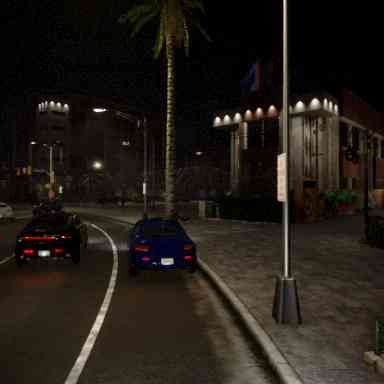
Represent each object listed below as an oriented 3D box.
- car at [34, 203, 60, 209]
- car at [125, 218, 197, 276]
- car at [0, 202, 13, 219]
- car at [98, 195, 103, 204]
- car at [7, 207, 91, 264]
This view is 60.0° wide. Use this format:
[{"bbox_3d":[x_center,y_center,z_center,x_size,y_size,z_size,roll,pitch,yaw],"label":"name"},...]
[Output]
[{"bbox_3d":[-11.634,1.552,26.878,1.994,1.385,4.181,0,0,-33],"label":"car"},{"bbox_3d":[-1.073,1.524,10.346,1.812,1.442,4.674,0,0,-12],"label":"car"},{"bbox_3d":[-15.038,1.510,25.764,1.812,1.442,4.674,0,0,-34],"label":"car"},{"bbox_3d":[-14.576,1.238,56.454,4.553,1.767,2.185,0,0,42],"label":"car"},{"bbox_3d":[-4.821,1.500,11.876,1.837,1.490,4.892,0,0,-14],"label":"car"}]
